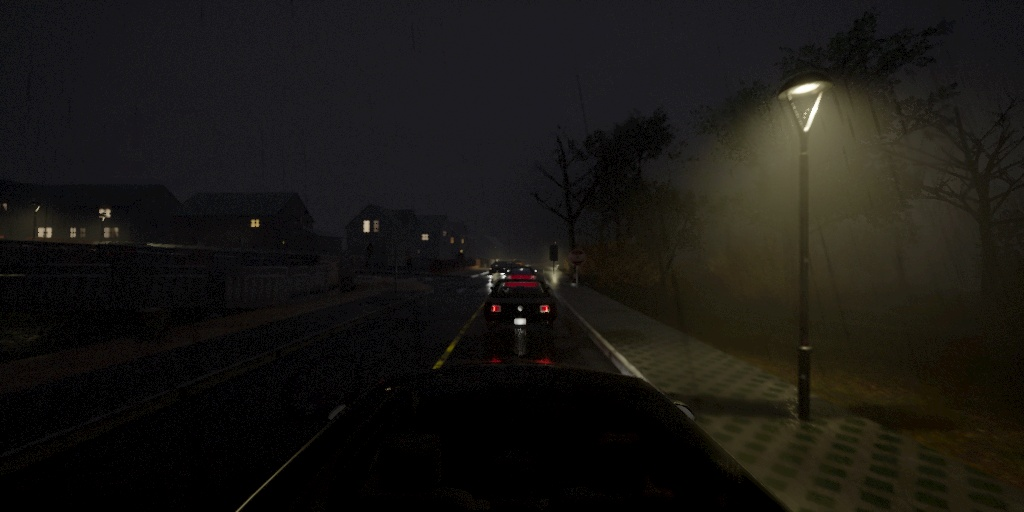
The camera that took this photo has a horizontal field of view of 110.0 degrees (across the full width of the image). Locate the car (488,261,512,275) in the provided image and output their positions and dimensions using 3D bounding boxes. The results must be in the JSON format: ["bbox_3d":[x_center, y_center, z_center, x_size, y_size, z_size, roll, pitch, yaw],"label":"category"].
[{"bbox_3d":[-1.328,1.294,38.817,1.812,1.442,4.674,0,0,5],"label":"car"}]

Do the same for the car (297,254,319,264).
[{"bbox_3d":[-14.088,0.628,25.632,4.674,1.442,1.812,3,0,2],"label":"car"}]

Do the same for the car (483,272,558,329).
[{"bbox_3d":[0.255,1.344,11.175,1.895,1.301,4.718,0,0,1],"label":"car"}]

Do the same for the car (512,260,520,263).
[{"bbox_3d":[-0.462,1.370,48.770,1.994,1.385,4.181,0,0,6],"label":"car"}]

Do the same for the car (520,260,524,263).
[{"bbox_3d":[0.984,1.365,61.626,1.882,1.535,5.008,0,-1,7],"label":"car"}]

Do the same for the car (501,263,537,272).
[{"bbox_3d":[0.608,1.312,22.023,1.994,1.385,4.181,0,0,3],"label":"car"}]

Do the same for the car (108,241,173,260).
[{"bbox_3d":[-27.058,-0.162,26.004,4.553,1.767,2.097,3,0,1],"label":"car"}]

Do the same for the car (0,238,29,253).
[{"bbox_3d":[-42.821,-0.768,29.342,5.008,1.535,1.882,3,0,2],"label":"car"}]

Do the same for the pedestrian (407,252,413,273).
[{"bbox_3d":[-8.942,0.519,31.354,0.375,1.860,0.375,0,-3,2],"label":"pedestrian"}]
